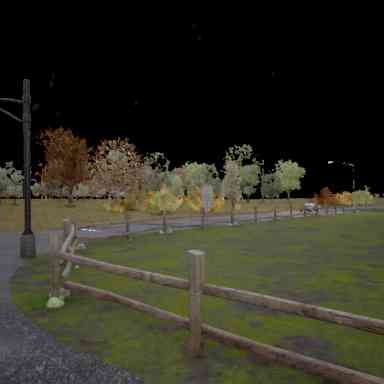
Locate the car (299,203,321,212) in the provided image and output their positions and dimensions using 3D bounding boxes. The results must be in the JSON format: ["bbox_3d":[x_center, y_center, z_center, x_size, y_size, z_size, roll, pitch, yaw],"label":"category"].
[{"bbox_3d":[18.875,2.448,52.974,2.033,1.411,5.357,-1,-2,40],"label":"car"}]
